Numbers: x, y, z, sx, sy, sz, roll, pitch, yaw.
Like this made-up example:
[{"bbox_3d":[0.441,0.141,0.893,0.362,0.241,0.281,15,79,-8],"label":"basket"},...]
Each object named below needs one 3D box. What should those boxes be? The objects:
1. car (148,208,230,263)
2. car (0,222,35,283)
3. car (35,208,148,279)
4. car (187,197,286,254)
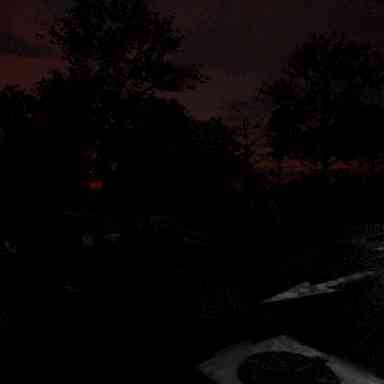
[{"bbox_3d":[-1.437,1.484,12.000,4.892,1.521,2.231,-1,-1,34],"label":"car"},{"bbox_3d":[-6.379,1.362,8.507,4.553,1.767,2.185,-1,-1,34],"label":"car"},{"bbox_3d":[-3.871,1.359,10.221,4.553,1.767,2.185,-1,0,34],"label":"car"},{"bbox_3d":[0.999,1.230,13.759,5.566,2.045,2.435,-1,0,35],"label":"car"}]
